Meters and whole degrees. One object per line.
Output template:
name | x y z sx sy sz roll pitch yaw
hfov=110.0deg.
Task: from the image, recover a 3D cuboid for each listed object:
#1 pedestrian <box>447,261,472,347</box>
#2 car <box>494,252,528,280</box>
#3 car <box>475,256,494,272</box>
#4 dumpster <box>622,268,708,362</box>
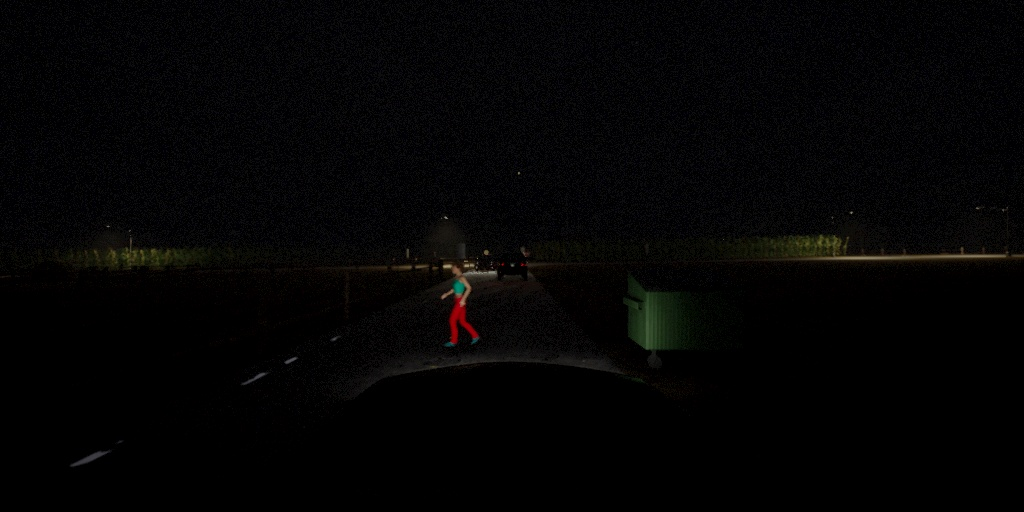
pedestrian | -1.112 0.991 7.624 0.375 1.860 0.375 0 1 -15
car | 0.042 0.723 27.513 2.150 2.045 5.566 0 0 0
car | -2.833 0.737 39.203 2.097 1.767 4.553 0 1 1
dumpster | 3.118 1.093 7.691 1.020 1.700 1.940 0 0 0
